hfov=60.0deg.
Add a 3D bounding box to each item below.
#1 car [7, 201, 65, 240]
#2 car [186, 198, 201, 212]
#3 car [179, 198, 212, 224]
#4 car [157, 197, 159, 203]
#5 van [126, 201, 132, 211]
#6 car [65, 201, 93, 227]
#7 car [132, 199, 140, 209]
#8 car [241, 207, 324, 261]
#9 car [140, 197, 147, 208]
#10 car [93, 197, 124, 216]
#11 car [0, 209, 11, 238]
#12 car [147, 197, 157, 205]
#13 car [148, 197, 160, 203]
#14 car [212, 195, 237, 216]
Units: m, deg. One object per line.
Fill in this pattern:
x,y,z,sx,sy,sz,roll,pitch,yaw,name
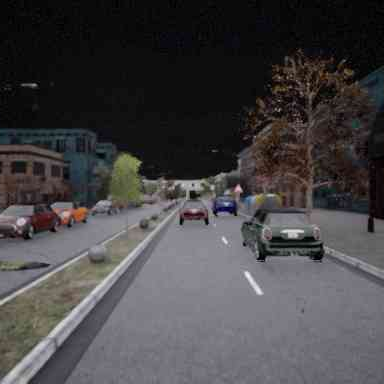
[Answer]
-8.722,1.393,17.321,2.185,1.767,4.553,0,0,0,car
0.189,1.589,42.930,1.837,1.490,4.892,0,1,0,car
0.151,1.396,25.503,2.097,1.767,4.553,0,0,0,car
-8.820,1.812,72.383,2.231,1.521,4.892,0,0,0,car
-8.762,1.361,39.256,1.878,1.987,4.442,0,0,0,van
-8.732,1.404,22.841,2.185,1.767,4.553,0,0,0,car
-8.771,1.657,44.897,2.002,1.452,4.674,0,0,0,car
3.124,1.367,12.404,2.097,1.767,4.553,0,0,0,car
-8.782,1.401,50.387,2.435,2.045,5.566,0,0,0,car
-8.752,1.564,33.858,2.231,1.521,4.892,0,0,0,car
-8.711,1.551,11.644,2.002,1.452,4.674,0,0,0,car
-8.810,1.801,66.825,2.163,1.488,4.792,0,0,0,car
-8.830,1.849,78.030,2.231,1.521,4.892,0,0,0,car
3.168,1.288,33.213,2.150,2.045,5.566,0,0,0,car
